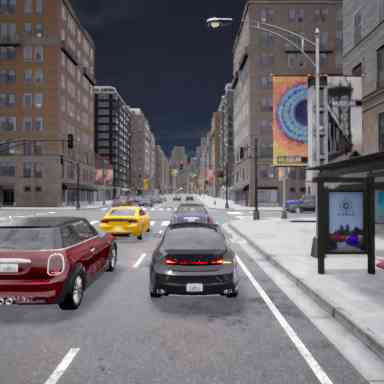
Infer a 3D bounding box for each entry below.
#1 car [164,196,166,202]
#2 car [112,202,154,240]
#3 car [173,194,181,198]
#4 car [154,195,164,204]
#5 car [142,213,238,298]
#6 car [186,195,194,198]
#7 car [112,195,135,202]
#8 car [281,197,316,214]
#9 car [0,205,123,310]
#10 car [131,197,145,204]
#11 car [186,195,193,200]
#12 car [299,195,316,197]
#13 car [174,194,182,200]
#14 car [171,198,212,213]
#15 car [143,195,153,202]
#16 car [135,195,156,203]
[{"bbox_3d":[-7.045,1.540,78.430,1.812,1.442,4.674,0,0,0],"label":"car"},{"bbox_3d":[-3.282,1.484,17.088,1.882,1.535,5.008,0,0,-1],"label":"car"},{"bbox_3d":[-3.819,1.602,82.034,1.895,1.301,4.718,0,0,0],"label":"car"},{"bbox_3d":[-6.996,1.370,63.489,2.097,1.767,4.553,0,0,0],"label":"car"},{"bbox_3d":[0.023,1.508,8.531,1.837,1.490,4.892,0,0,-1],"label":"car"},{"bbox_3d":[-0.566,1.484,81.609,1.882,1.535,5.008,0,0,0],"label":"car"},{"bbox_3d":[-10.302,1.370,49.001,2.097,1.767,4.553,0,0,2],"label":"car"},{"bbox_3d":[12.526,1.586,35.823,4.892,1.490,1.837,-1,-1,-1],"label":"car"},{"bbox_3d":[-3.221,1.355,7.960,2.097,1.767,4.553,0,0,-1],"label":"car"},{"bbox_3d":[-10.243,1.582,63.484,1.994,1.385,4.181,0,0,0],"label":"car"},{"bbox_3d":[-0.637,1.433,92.058,1.895,1.301,4.718,0,0,0],"label":"car"},{"bbox_3d":[13.403,1.351,39.084,5.566,2.045,2.150,0,-1,-1],"label":"car"},{"bbox_3d":[-3.887,1.363,92.006,2.128,1.511,4.902,0,0,0],"label":"car"},{"bbox_3d":[-0.036,1.358,17.467,2.097,1.767,4.553,0,0,0],"label":"car"},{"bbox_3d":[-10.295,1.516,78.562,1.837,1.490,4.892,0,0,0],"label":"car"},{"bbox_3d":[-6.849,1.581,49.117,1.994,1.385,4.181,0,0,-3],"label":"car"}]
